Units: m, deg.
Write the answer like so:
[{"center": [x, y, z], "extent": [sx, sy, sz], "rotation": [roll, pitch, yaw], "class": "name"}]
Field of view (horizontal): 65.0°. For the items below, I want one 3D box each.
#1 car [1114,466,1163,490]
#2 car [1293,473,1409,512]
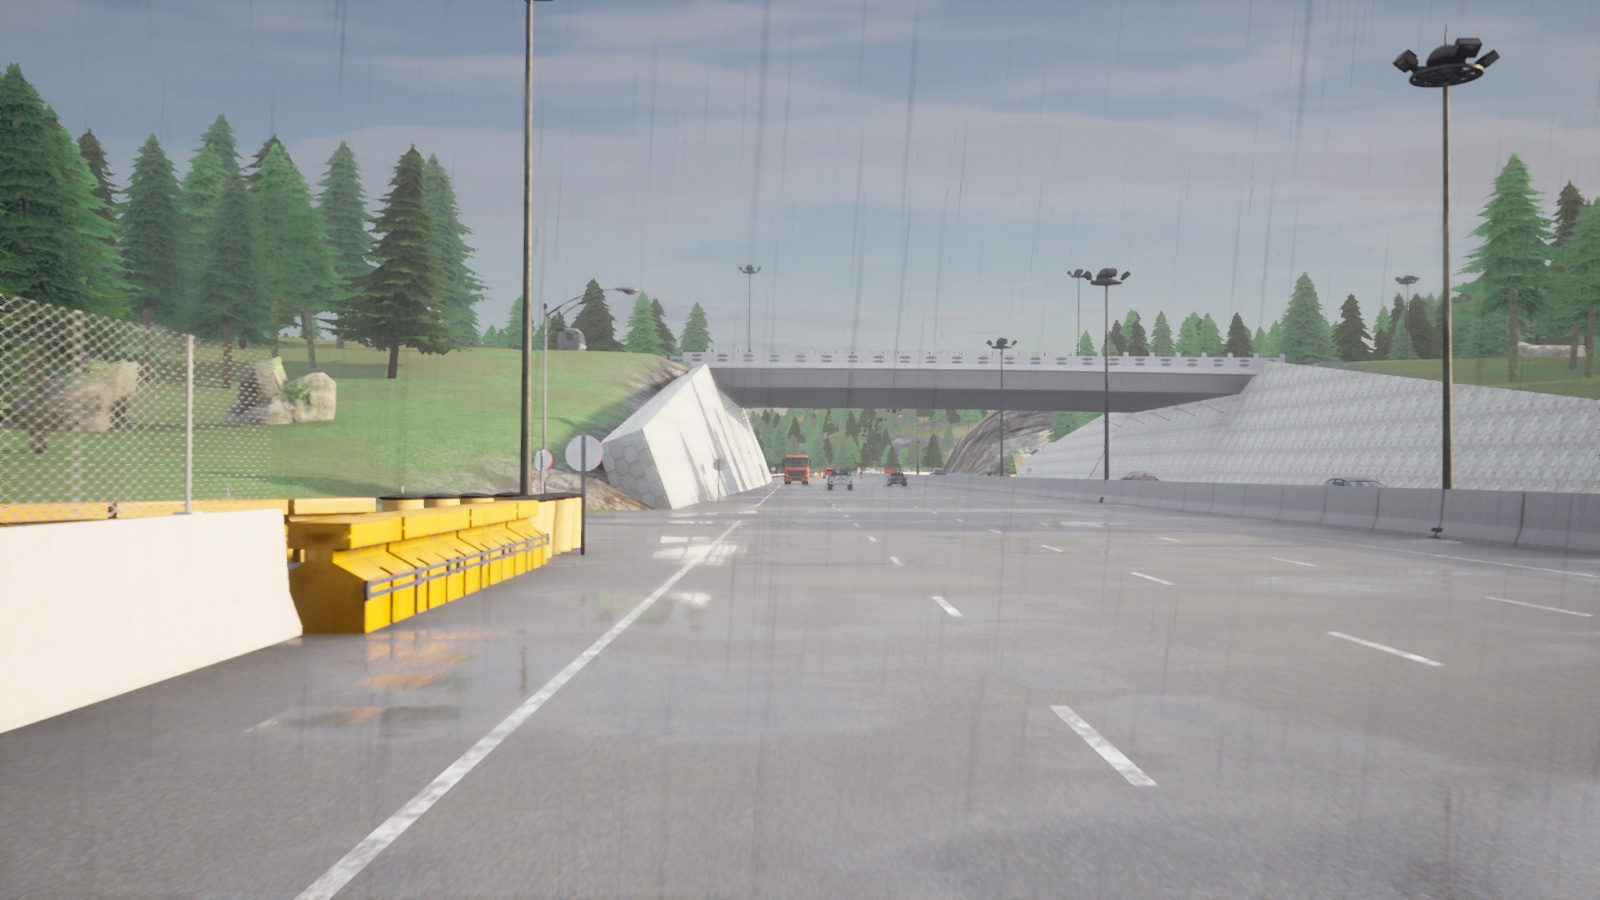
[{"center": [24.281, 2.008, 90.339], "extent": [2.152, 1.651, 5.027], "rotation": [0, -1, 0], "class": "car"}, {"center": [20.884, 1.580, 47.873], "extent": [2.033, 1.411, 5.357], "rotation": [0, -1, 0], "class": "car"}]
